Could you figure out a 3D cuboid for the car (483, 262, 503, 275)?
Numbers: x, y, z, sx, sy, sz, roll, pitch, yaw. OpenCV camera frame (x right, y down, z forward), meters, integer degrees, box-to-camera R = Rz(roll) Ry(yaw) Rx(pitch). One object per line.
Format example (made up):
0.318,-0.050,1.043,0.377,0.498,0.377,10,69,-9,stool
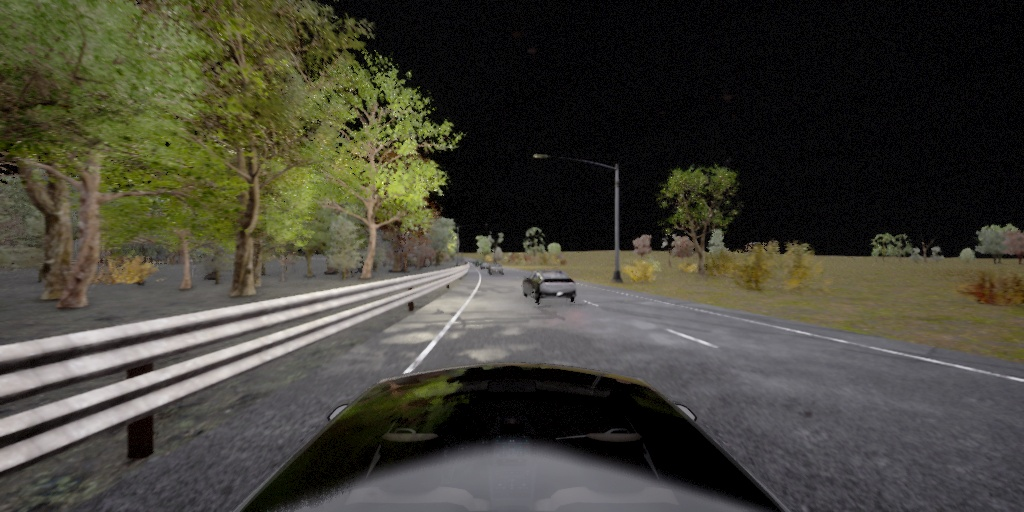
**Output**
-2.227,1.663,47.147,2.128,1.511,4.902,0,-1,-7,car

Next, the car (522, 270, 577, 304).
1.685,1.395,17.399,2.128,1.511,4.902,0,-1,-7,car
